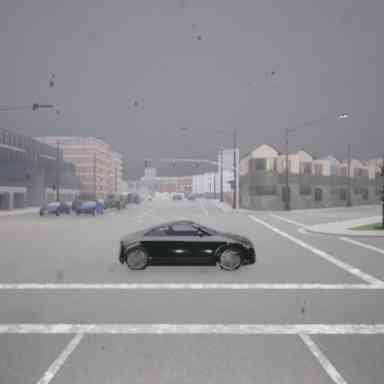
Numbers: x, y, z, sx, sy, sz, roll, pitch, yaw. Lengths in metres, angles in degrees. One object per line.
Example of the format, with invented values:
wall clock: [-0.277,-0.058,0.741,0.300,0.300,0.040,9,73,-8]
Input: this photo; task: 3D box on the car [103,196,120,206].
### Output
car: [-14.125,1.544,58.403,1.812,1.442,4.674,0,1,0]

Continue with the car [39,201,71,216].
car: [-14.136,1.711,34.601,1.812,1.442,4.674,0,0,0]

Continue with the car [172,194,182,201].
car: [-3.573,1.331,77.752,2.128,1.511,4.902,0,-1,0]

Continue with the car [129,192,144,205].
car: [-10.621,1.218,59.667,2.150,2.045,5.566,0,1,0]

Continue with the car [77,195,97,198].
car: [-14.136,1.419,44.171,2.150,2.045,5.566,0,1,0]

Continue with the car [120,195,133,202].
car: [-14.067,1.371,71.603,1.994,1.385,4.181,0,1,0]

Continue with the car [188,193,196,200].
car: [-0.083,1.124,88.160,2.097,1.767,4.553,0,-1,0]

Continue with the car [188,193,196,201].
car: [-0.074,1.406,78.200,1.895,1.301,4.718,0,-1,0]

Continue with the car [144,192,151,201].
car: [-10.571,1.034,75.496,2.150,2.045,5.566,0,0,0]

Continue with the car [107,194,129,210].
car: [-10.633,1.404,45.895,2.150,2.045,5.566,0,1,0]

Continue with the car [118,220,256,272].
car: [-0.158,1.597,10.389,4.181,1.385,1.994,0,0,0]

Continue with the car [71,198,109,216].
car: [-10.634,1.664,35.035,1.882,1.535,5.008,0,0,0]

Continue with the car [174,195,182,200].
car: [-3.583,1.364,88.211,1.895,1.301,4.718,0,-1,0]
